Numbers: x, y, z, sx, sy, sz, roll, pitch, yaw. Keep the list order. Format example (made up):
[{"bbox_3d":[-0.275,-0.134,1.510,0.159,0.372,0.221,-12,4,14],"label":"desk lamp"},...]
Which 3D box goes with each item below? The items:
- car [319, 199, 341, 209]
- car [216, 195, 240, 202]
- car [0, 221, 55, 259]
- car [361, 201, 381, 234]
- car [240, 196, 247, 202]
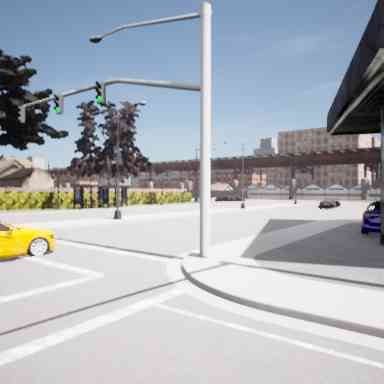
[{"bbox_3d":[18.700,1.576,45.022,1.994,1.385,4.181,0,-1,37],"label":"car"},{"bbox_3d":[7.017,1.407,68.021,4.181,1.385,1.994,0,0,37],"label":"car"},{"bbox_3d":[-6.829,1.474,10.425,1.882,1.535,5.008,0,-1,36],"label":"car"},{"bbox_3d":[10.224,1.288,17.179,2.242,1.667,4.611,0,0,37],"label":"car"},{"bbox_3d":[9.531,1.402,70.537,4.181,1.385,1.994,0,0,37],"label":"car"}]
